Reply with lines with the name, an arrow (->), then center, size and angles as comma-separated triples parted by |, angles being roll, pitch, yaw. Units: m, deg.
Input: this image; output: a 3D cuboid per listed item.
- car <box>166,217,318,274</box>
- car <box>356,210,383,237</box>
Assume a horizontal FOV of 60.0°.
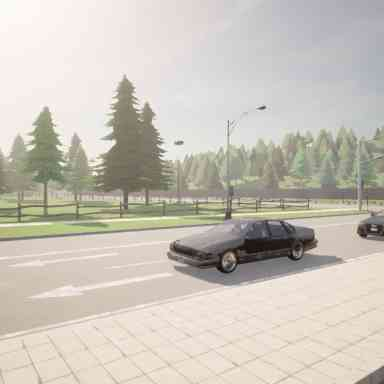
car -> 1.861, 1.547, 10.826 | 5.357, 1.411, 2.033 | 0, 0, -35
car -> 10.102, 1.564, 16.619 | 4.181, 1.385, 1.994 | 0, 0, -35
